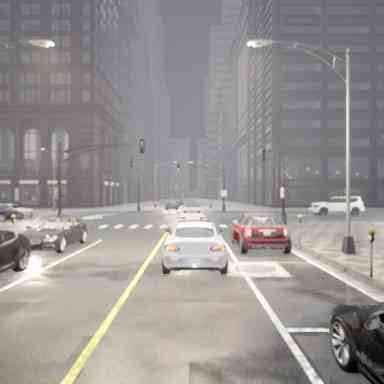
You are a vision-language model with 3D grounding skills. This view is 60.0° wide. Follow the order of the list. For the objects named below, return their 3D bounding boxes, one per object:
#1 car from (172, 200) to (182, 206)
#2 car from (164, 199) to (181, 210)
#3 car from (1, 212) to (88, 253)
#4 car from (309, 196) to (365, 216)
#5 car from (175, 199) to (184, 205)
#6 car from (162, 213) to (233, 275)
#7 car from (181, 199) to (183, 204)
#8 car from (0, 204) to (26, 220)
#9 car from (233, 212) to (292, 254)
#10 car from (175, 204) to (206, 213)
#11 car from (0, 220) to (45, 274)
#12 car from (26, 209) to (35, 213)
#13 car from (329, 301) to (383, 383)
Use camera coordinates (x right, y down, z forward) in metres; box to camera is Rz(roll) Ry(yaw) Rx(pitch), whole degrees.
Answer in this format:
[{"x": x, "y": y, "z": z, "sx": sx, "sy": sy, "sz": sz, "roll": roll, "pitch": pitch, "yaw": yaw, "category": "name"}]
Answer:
[{"x": -3.019, "y": 2.274, "z": 69.399, "sx": 1.895, "sy": 1.301, "sz": 4.718, "roll": 0, "pitch": -1, "yaw": 0, "category": "car"}, {"x": -3.028, "y": 2.009, "z": 50.397, "sx": 1.812, "sy": 1.442, "sz": 4.674, "roll": 0, "pitch": -1, "yaw": 0, "category": "car"}, {"x": -5.761, "y": 1.682, "z": 14.109, "sx": 2.008, "sy": 1.369, "sz": 4.403, "roll": 0, "pitch": -1, "yaw": 0, "category": "car"}, {"x": 15.503, "y": 1.507, "z": 35.717, "sx": 5.566, "sy": 2.045, "sz": 2.150, "roll": 0, "pitch": 0, "yaw": 0, "category": "car"}, {"x": -3.056, "y": 2.338, "z": 79.310, "sx": 1.994, "sy": 1.385, "sz": 4.181, "roll": 0, "pitch": -1, "yaw": 0, "category": "car"}, {"x": 0.083, "y": 1.626, "z": 10.691, "sx": 1.812, "sy": 1.442, "sz": 4.674, "roll": 0, "pitch": -1, "yaw": 0, "category": "car"}, {"x": -3.050, "y": 2.081, "z": 59.571, "sx": 1.837, "sy": 1.490, "sz": 4.892, "roll": 0, "pitch": -1, "yaw": 0, "category": "car"}, {"x": -17.628, "y": 1.813, "z": 28.945, "sx": 5.008, "sy": 1.535, "sz": 1.882, "roll": 0, "pitch": 0, "yaw": -1, "category": "car"}, {"x": 2.763, "y": 1.572, "z": 14.109, "sx": 1.967, "sy": 1.590, "sz": 4.097, "roll": 0, "pitch": -1, "yaw": 0, "category": "car"}, {"x": -0.044, "y": 1.735, "z": 21.924, "sx": 1.812, "sy": 1.442, "sz": 4.674, "roll": 0, "pitch": -1, "yaw": -2, "category": "car"}, {"x": -5.763, "y": 1.645, "z": 8.473, "sx": 1.947, "sy": 1.339, "sz": 4.313, "roll": 0, "pitch": -1, "yaw": 0, "category": "car"}, {"x": -17.636, "y": 1.876, "z": 32.198, "sx": 4.674, "sy": 1.442, "sz": 1.812, "roll": 0, "pitch": 0, "yaw": 3, "category": "car"}, {"x": 2.761, "y": 1.593, "z": 2.837, "sx": 1.947, "sy": 1.339, "sz": 4.313, "roll": 0, "pitch": -1, "yaw": 0, "category": "car"}]
